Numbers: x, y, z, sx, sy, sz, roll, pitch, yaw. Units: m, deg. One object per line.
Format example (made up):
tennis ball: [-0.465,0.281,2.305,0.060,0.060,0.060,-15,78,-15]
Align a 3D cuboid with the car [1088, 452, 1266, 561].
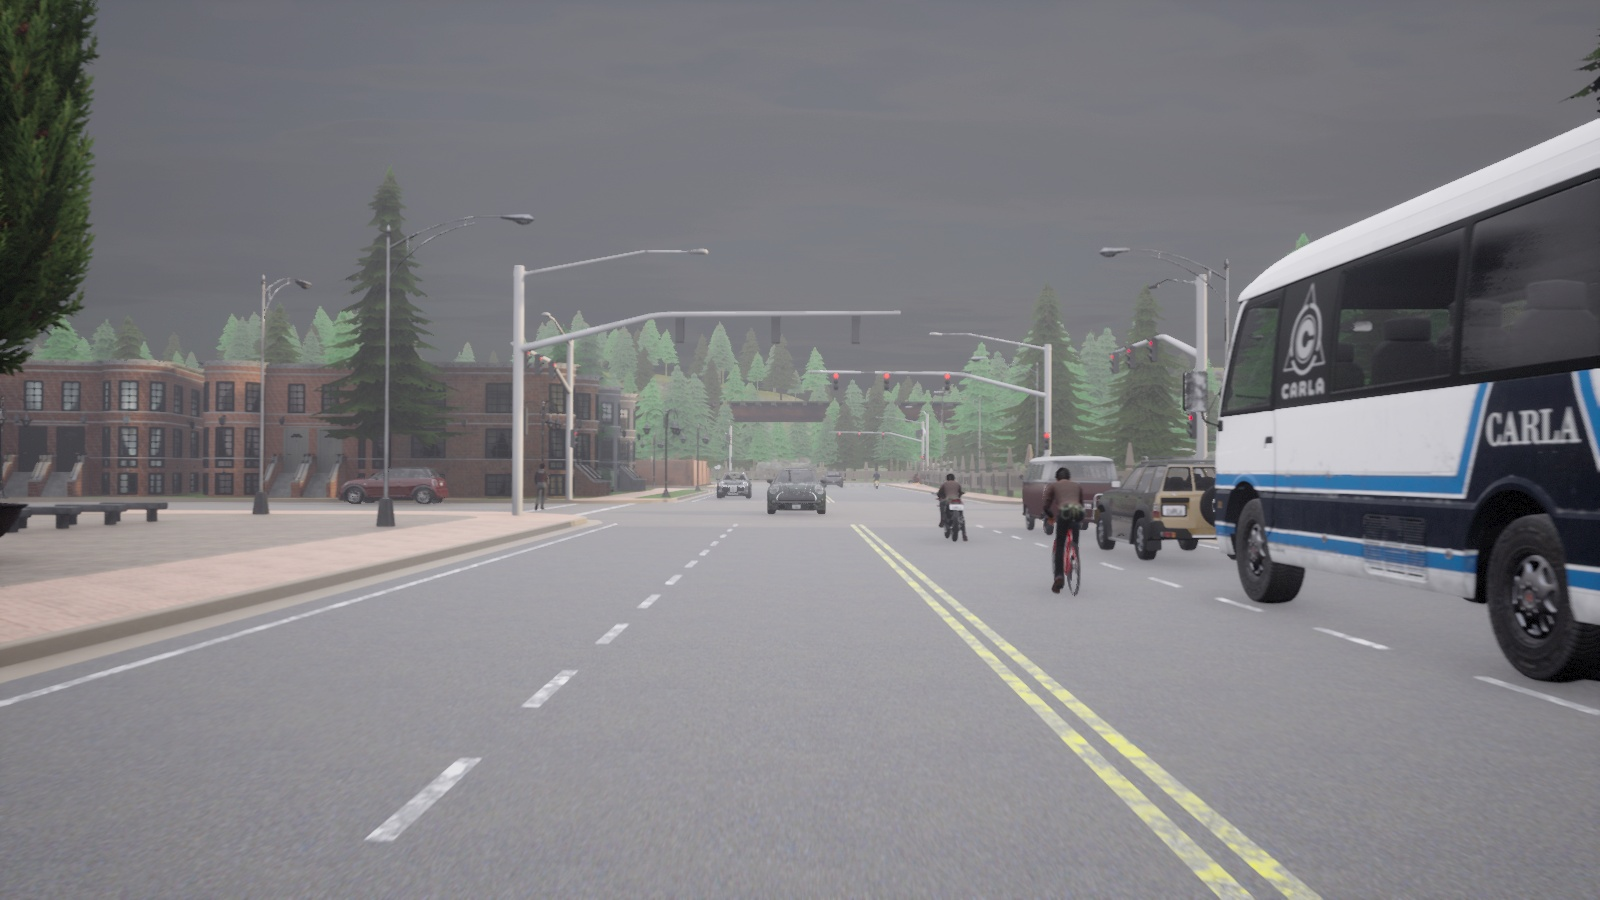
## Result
car: [6.942,1.000,23.673,1.932,1.855,4.605,0,-1,0]

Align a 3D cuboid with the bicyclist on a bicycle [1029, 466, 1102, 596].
bicyclist on a bicycle: [3.459,1.030,16.484,0.582,1.620,1.656,0,-1,0]

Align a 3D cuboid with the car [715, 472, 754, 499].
car: [-3.673,1.984,71.023,1.970,1.475,3.806,0,-1,0]

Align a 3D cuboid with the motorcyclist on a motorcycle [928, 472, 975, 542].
motorcyclist on a motorcycle: [3.430,1.261,28.553,0.797,1.523,2.044,0,-1,0]

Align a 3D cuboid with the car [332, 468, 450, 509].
car: [-18.178,1.683,55.953,4.553,1.767,2.097,0,-1,-1]

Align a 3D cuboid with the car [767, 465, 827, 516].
car: [-0.113,1.447,46.194,2.097,1.767,4.553,0,-1,0]

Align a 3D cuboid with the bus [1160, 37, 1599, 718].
bus: [6.965,-0.386,12.180,3.944,4.253,10.273,0,-1,0]

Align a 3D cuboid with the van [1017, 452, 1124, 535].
van: [6.919,1.085,32.566,1.775,1.987,4.442,0,-1,0]

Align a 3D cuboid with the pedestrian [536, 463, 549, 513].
pedestrian: [-9.981,1.459,48.707,0.402,1.930,0.666,0,-1,-1]
